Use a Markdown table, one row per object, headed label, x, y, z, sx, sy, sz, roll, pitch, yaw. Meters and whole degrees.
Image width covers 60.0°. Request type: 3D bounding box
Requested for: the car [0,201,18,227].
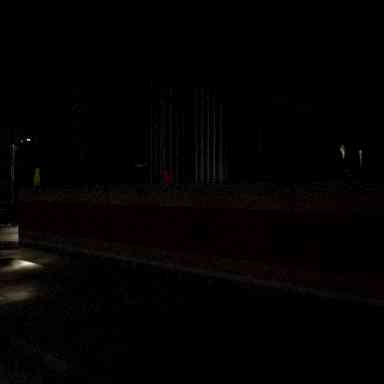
| label | x | y | z | sx | sy | sz | roll | pitch | yaw |
| --- | --- | --- | --- | --- | --- | --- | --- | --- | --- |
| car | -11.496 | 1.547 | 23.717 | 2.128 | 1.511 | 4.902 | 0 | 0 | 37 |
